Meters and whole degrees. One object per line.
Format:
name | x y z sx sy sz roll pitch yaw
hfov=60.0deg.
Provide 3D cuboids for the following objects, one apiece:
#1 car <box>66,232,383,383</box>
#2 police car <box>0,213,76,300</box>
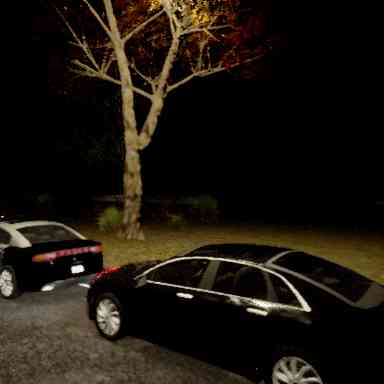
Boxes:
car | 0.453 1.519 4.848 4.892 1.490 1.837 1 0 36
police car | -4.465 1.379 8.471 5.238 1.638 1.930 1 0 36
